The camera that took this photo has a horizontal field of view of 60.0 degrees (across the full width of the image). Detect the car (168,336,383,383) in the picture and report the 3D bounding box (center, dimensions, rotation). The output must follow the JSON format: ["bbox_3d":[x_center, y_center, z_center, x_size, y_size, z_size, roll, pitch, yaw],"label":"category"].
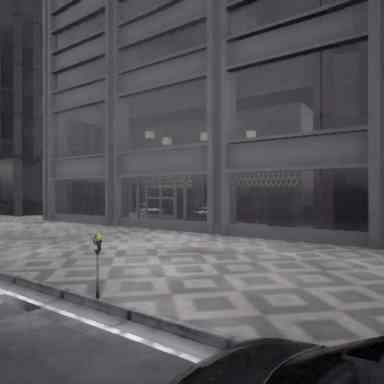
[{"bbox_3d":[1.653,1.565,1.787,4.313,1.339,1.947,0,0,36],"label":"car"}]
